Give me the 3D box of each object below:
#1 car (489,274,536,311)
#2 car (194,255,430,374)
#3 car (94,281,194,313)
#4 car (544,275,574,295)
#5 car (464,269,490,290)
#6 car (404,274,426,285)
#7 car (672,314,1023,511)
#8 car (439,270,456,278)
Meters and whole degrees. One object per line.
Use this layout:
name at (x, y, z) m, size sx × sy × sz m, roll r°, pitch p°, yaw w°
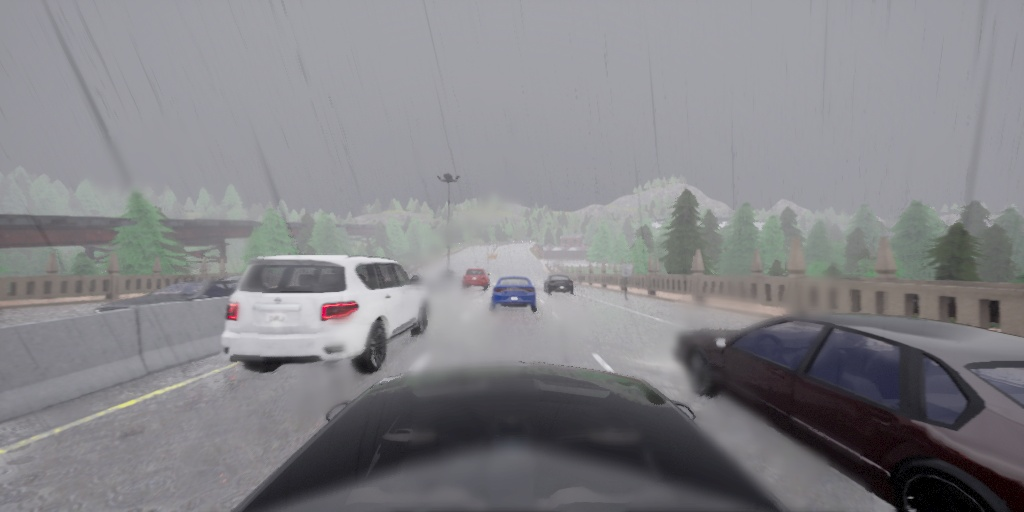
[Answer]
car at (0.095, 1.691, 17.038) m, size 1.882 × 1.535 × 5.008 m, roll 0°, pitch -3°, yaw 0°
car at (-3.401, 1.047, 7.862) m, size 2.150 × 2.045 × 5.566 m, roll 0°, pitch -1°, yaw 0°
car at (-10.594, 1.545, 12.298) m, size 2.033 × 1.411 × 5.357 m, roll 0°, pitch -3°, yaw 0°
car at (3.592, 2.213, 28.239) m, size 1.882 × 1.535 × 5.008 m, roll 0°, pitch -3°, yaw 0°
car at (-3.409, 2.284, 35.315) m, size 2.150 × 2.045 × 5.566 m, roll 0°, pitch -3°, yaw 0°
car at (-14.030, 3.364, 52.063) m, size 1.812 × 1.442 × 4.674 m, roll 0°, pitch -3°, yaw 0°
car at (3.599, 1.305, 3.554) m, size 2.033 × 1.411 × 5.357 m, roll 0°, pitch -1°, yaw 0°
car at (-10.515, 3.372, 59.098) m, size 2.150 × 2.045 × 5.566 m, roll 0°, pitch -3°, yaw 0°
